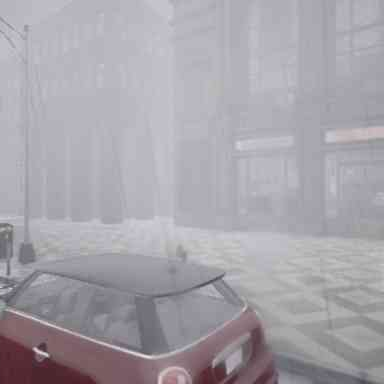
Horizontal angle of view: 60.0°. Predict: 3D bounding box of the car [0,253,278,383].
[{"bbox_3d":[-1.225,1.470,3.946,4.097,1.590,1.967,-1,0,35],"label":"car"}]
